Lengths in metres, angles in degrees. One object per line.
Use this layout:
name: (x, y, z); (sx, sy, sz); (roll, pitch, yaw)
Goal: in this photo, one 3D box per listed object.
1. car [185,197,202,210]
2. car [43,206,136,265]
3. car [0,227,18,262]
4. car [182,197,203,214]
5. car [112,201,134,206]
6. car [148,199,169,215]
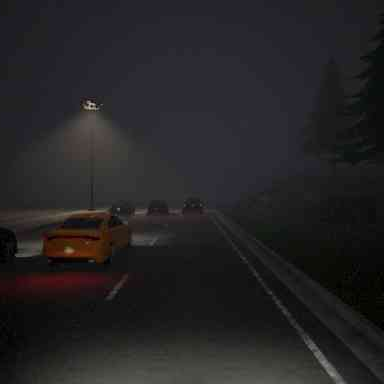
car: (0.252, 1.491, 44.226); (2.128, 1.511, 4.902); (0, 0, 2)
car: (-3.400, 1.477, 11.682); (1.882, 1.535, 5.008); (0, 0, 0)
car: (-6.900, 1.353, 9.311); (2.097, 1.767, 4.553); (0, 0, 0)
car: (0.096, 1.352, 35.005); (2.097, 1.767, 4.553); (0, 0, 0)
car: (-6.899, 1.564, 33.279); (1.994, 1.385, 4.181); (0, 0, 0)
car: (-3.398, 1.477, 34.274); (1.882, 1.535, 5.008); (0, 0, 0)
